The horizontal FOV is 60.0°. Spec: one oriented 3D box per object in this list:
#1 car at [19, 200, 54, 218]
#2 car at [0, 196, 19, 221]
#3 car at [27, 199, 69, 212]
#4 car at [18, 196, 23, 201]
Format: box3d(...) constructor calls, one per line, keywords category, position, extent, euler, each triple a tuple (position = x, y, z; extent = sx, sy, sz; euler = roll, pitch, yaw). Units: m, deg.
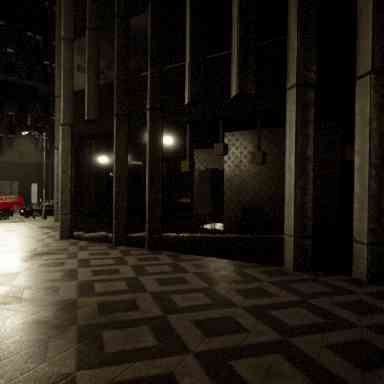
box3d(category="car", position=(-13.870, 1.743, 31.236), extent=(1.947, 1.339, 4.313), euler=(1, 0, 35))
box3d(category="car", position=(-17.124, 1.463, 26.626), extent=(2.192, 1.841, 5.009), euler=(1, 0, 35))
box3d(category="car", position=(-17.568, 1.635, 40.771), extent=(1.947, 1.339, 4.313), euler=(1, 0, 35))
box3d(category="car", position=(-20.822, 1.354, 36.162), extent=(2.192, 1.841, 5.009), euler=(1, 0, 35))
